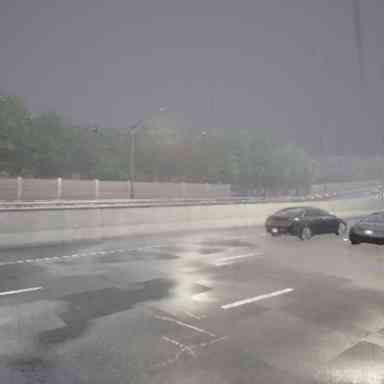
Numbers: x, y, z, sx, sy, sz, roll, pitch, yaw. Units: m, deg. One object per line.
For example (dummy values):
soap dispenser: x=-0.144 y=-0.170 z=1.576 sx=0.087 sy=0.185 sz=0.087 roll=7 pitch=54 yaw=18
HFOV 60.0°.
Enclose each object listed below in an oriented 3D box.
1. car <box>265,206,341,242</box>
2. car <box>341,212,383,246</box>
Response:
car: x=5.714 y=1.473 z=16.397 sx=4.892 sy=1.490 sz=1.837 roll=0 pitch=0 yaw=-35
car: x=8.516 y=1.530 z=14.094 sx=4.181 sy=1.385 sz=1.994 roll=0 pitch=0 yaw=-35
